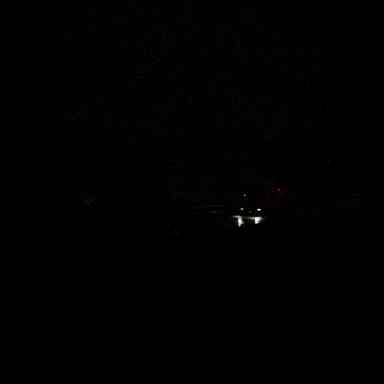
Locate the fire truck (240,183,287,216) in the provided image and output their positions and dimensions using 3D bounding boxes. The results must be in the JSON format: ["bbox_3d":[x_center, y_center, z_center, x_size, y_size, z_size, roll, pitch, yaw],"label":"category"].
[{"bbox_3d":[9.117,0.889,41.467,2.891,3.827,8.468,1,0,35],"label":"fire truck"}]
